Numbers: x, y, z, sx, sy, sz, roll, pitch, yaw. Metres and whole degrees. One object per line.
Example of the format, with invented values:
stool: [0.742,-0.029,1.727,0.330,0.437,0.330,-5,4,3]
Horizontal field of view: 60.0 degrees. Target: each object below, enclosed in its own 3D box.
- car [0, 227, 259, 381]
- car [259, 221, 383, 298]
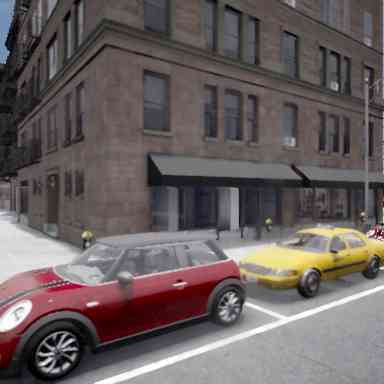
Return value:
car: [-1.110,1.441,5.396,4.097,1.590,1.967,0,0,-35]
car: [3.245,1.529,8.500,4.829,1.417,1.752,0,0,-35]
